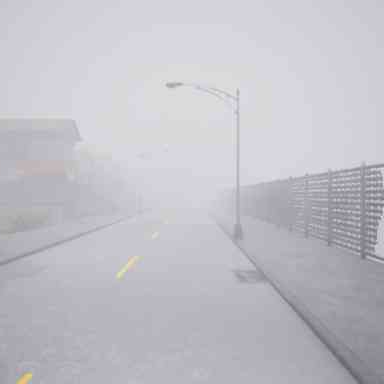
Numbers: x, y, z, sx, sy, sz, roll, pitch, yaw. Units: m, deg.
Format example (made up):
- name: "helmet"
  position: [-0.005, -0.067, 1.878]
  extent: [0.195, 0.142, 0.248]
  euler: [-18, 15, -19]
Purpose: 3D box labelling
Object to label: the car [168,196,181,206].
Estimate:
- name: "car"
  position: [-4.018, 2.037, 71.798]
  extent: [2.097, 1.767, 4.553]
  euler: [0, -1, 0]
